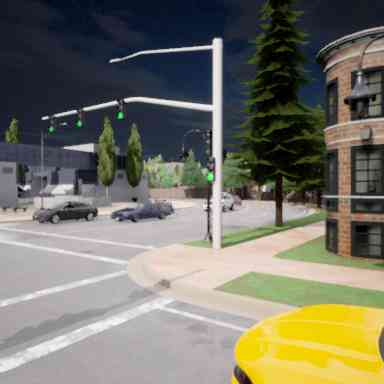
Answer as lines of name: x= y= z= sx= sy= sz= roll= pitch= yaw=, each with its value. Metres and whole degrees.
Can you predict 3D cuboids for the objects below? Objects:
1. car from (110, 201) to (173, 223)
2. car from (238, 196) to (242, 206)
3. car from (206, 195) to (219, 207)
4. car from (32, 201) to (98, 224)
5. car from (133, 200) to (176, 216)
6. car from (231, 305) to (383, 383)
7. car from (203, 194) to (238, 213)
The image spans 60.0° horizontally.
car: x=-3.827 y=1.524 z=26.077 sx=2.033 sy=1.411 sz=5.357 roll=0 pitch=0 yaw=35
car: x=6.871 y=1.317 z=54.100 sx=2.097 sy=1.767 sz=4.553 roll=0 pitch=0 yaw=2
car: x=3.277 y=1.314 z=52.857 sx=2.097 sy=1.767 sz=4.553 roll=0 pitch=0 yaw=4
car: x=-9.211 y=1.476 z=24.537 sx=1.837 sy=1.490 sz=4.892 roll=0 pitch=0 yaw=35
car: x=-3.627 y=1.534 z=32.784 sx=1.994 sy=1.385 sz=4.181 roll=0 pitch=0 yaw=31
car: x=2.626 y=1.479 z=2.094 sx=5.008 sy=1.535 sz=1.882 roll=0 pitch=0 yaw=36
car: x=3.119 y=1.198 z=37.633 sx=2.150 sy=2.045 sz=5.566 roll=0 pitch=0 yaw=24
